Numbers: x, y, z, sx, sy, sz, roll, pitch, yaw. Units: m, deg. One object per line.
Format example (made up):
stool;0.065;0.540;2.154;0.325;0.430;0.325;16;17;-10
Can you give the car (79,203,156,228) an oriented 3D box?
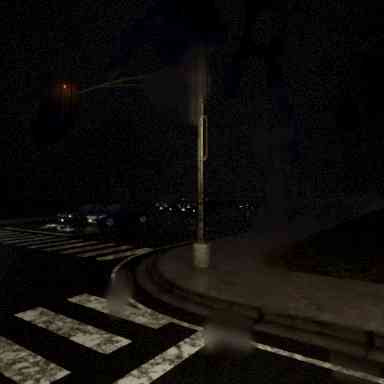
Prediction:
car;-4.820;1.465;22.146;1.812;1.442;4.674;0;0;36

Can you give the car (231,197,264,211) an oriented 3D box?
car;6.788;1.378;38.767;1.837;1.490;4.892;0;0;35

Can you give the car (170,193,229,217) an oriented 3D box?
car;0.842;1.126;30.258;2.150;2.045;5.566;0;0;35

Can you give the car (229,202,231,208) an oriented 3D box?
car;6.508;1.473;44.029;1.895;1.301;4.718;0;0;35

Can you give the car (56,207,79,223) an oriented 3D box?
car;-7.098;1.494;24.484;2.033;1.411;5.357;0;0;38

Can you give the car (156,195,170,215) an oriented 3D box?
car;-1.269;1.133;32.911;2.150;2.045;5.566;0;0;35
